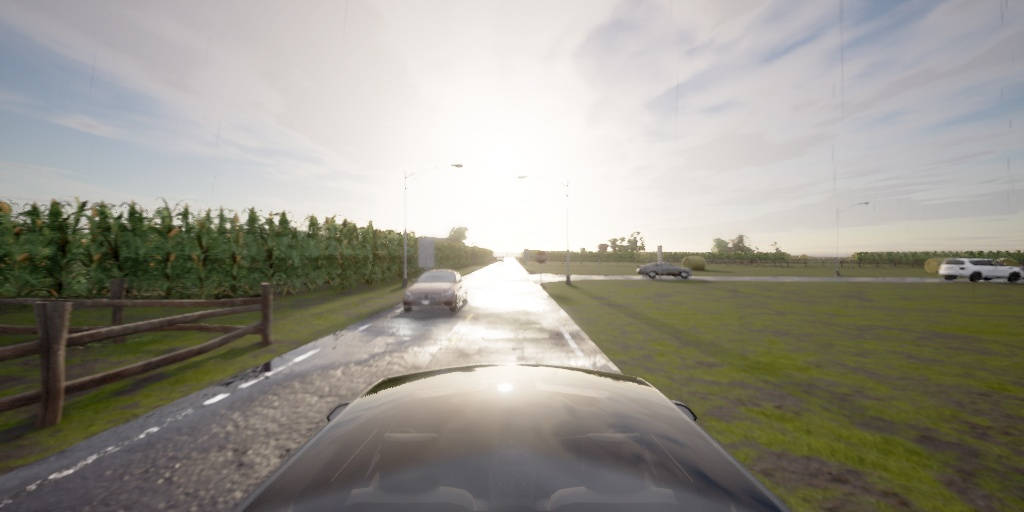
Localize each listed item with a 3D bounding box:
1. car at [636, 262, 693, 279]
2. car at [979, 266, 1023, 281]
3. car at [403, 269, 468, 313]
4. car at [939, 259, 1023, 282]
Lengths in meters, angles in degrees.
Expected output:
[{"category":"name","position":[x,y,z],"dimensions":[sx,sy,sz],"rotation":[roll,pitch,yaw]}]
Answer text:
[{"category":"car","position":[14.056,1.336,33.138],"dimensions":[4.902,1.511,2.128],"rotation":[0,0,1]},{"category":"car","position":[49.301,1.662,35.183],"dimensions":[4.181,1.385,1.994],"rotation":[0,0,1]},{"category":"car","position":[-2.825,1.271,14.128],"dimensions":[1.812,1.442,4.674],"rotation":[0,0,0]},{"category":"car","position":[42.436,1.265,32.534],"dimensions":[5.566,2.045,2.150],"rotation":[0,0,1]}]
